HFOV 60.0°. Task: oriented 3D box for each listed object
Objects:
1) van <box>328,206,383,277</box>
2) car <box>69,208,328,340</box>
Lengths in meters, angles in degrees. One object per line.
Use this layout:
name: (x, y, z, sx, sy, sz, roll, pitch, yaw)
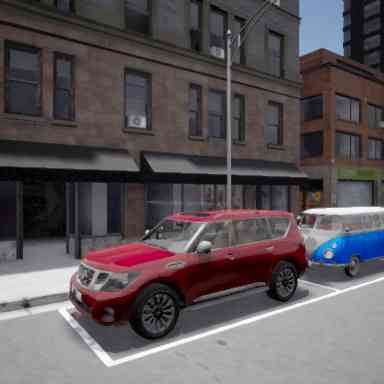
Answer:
van: (4.732, 1.339, 9.909, 3.998, 1.788, 1.690, 0, 0, -36)
car: (0.253, 1.314, 6.715, 5.009, 1.841, 2.192, 0, 0, -35)
